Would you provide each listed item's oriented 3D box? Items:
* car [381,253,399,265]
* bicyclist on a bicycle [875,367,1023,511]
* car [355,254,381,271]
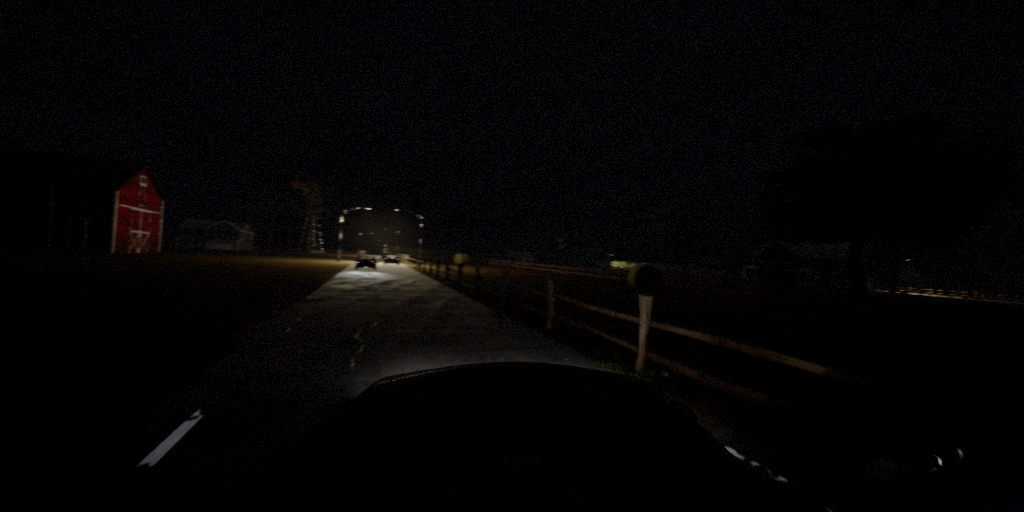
[{"bbox_3d":[-16.649,0.478,49.467,1.994,1.385,4.181,3,0,-21],"label":"car"},{"bbox_3d":[2.687,1.360,1.616,0.582,1.620,1.656,3,0,-21],"label":"bicyclist on a bicycle"},{"bbox_3d":[-13.629,0.632,33.608,1.895,1.301,4.718,3,0,-21],"label":"car"}]
